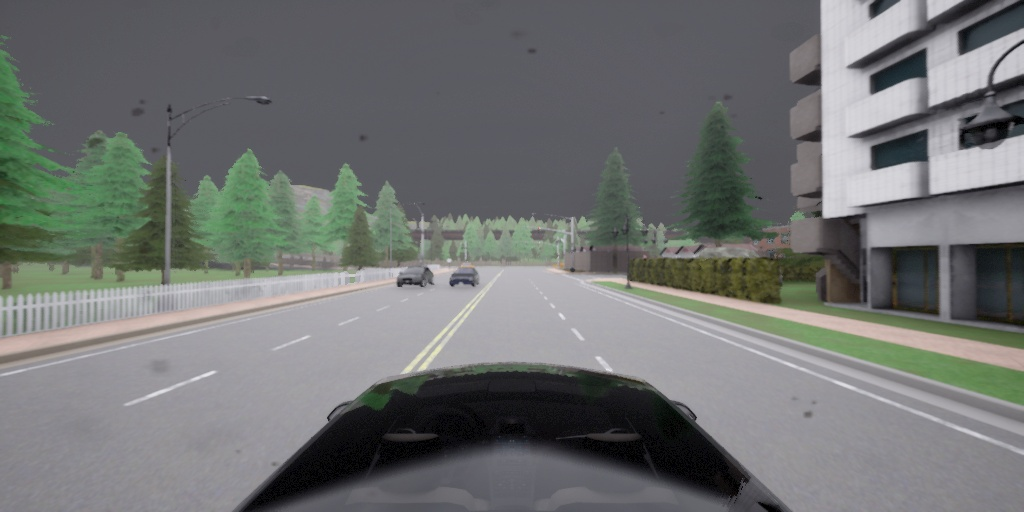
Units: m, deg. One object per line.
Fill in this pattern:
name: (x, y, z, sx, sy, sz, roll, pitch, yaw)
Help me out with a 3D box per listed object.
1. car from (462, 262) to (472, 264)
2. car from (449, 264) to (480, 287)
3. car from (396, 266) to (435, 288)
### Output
car: (-7.027, 1.769, 55.862, 1.882, 1.535, 5.008, 0, 0, 0)
car: (-3.520, 1.573, 27.495, 2.033, 1.411, 5.357, 0, -1, 0)
car: (-7.029, 1.522, 26.523, 1.837, 1.490, 4.892, 0, -1, 0)
